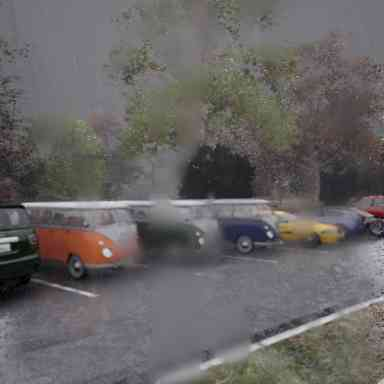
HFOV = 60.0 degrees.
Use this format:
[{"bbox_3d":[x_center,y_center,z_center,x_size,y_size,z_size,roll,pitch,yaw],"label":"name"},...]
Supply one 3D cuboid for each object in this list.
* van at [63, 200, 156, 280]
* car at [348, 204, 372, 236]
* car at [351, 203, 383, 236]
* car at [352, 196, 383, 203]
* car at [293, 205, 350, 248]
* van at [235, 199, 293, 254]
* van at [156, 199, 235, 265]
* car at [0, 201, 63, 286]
[{"bbox_3d":[-3.438,1.276,9.801,4.442,1.987,1.878,-1,-1,35],"label":"van"},{"bbox_3d":[6.127,1.527,16.798,4.792,1.488,2.163,-1,-1,34],"label":"car"},{"bbox_3d":[8.601,1.525,18.502,4.792,1.488,2.163,-1,-1,34],"label":"car"},{"bbox_3d":[10.966,1.243,20.263,5.566,2.045,2.435,-1,0,34],"label":"car"},{"bbox_3d":[3.887,1.493,14.951,5.366,1.575,1.946,-1,-1,34],"label":"car"},{"bbox_3d":[1.406,1.273,13.265,4.442,1.987,1.878,-1,-1,34],"label":"van"},{"bbox_3d":[-1.017,1.274,11.533,4.442,1.987,1.878,-1,-1,35],"label":"van"},{"bbox_3d":[-5.984,1.254,8.151,5.566,2.045,2.435,-1,0,34],"label":"car"}]
